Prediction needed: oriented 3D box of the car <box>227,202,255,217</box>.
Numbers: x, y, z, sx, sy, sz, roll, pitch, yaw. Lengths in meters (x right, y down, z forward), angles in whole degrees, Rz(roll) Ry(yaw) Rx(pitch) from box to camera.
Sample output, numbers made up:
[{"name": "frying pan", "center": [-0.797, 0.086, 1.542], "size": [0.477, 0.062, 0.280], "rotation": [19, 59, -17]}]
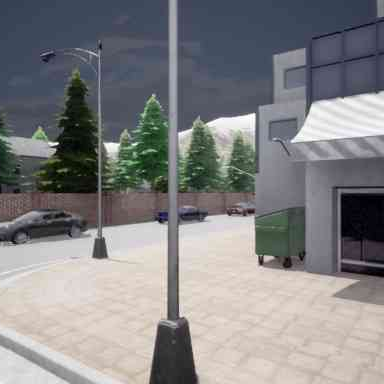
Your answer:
[{"name": "car", "center": [5.312, 1.740, 34.344], "size": [1.994, 1.385, 4.181], "rotation": [0, 0, 36]}]

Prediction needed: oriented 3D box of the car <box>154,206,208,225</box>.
[{"name": "car", "center": [-0.779, 1.777, 26.133], "size": [1.895, 1.301, 4.718], "rotation": [0, 0, 36]}]

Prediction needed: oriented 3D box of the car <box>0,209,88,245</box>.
[{"name": "car", "center": [-7.650, 1.681, 16.859], "size": [1.837, 1.490, 4.892], "rotation": [0, 0, 37]}]
